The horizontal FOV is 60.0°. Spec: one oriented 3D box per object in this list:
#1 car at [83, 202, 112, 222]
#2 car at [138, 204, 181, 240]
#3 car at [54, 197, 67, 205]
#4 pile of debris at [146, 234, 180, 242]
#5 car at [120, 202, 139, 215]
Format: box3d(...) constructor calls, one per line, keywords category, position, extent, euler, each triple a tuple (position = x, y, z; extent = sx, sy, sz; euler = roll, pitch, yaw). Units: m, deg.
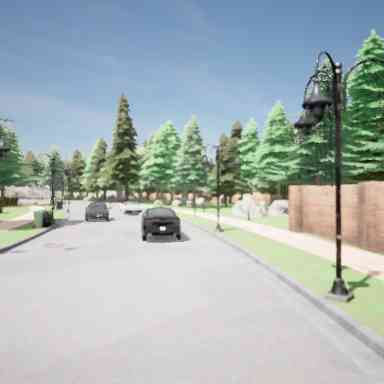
box3d(category="car", position=(-7.733, 1.595, 27.253), extent=(1.837, 1.490, 4.892), euler=(0, 0, -16))
box3d(category="car", position=(-1.739, 1.522, 17.607), extent=(1.882, 1.535, 5.008), euler=(0, 0, -9))
box3d(category="car", position=(-25.660, 1.713, 64.378), extent=(1.882, 1.535, 5.008), euler=(0, 0, -35))
box3d(category="pile of debris", position=(-1.443, 2.216, 16.136), extent=(1.500, 0.140, 1.860), euler=(0, 0, -9))
box3d(category="car", position=(-6.671, 1.705, 36.243), extent=(1.895, 1.301, 4.718), euler=(0, 0, -19))
